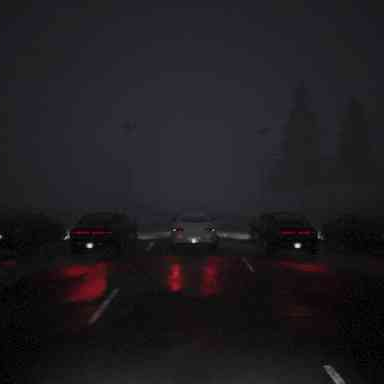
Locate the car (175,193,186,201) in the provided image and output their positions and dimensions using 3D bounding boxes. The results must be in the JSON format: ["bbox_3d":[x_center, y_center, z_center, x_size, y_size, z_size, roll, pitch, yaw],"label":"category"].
[{"bbox_3d":[-3.438,1.728,91.293,1.994,1.385,4.181,0,0,2],"label":"car"}]

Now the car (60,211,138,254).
[{"bbox_3d":[-3.426,1.533,13.615,1.837,1.490,4.892,0,0,0],"label":"car"}]

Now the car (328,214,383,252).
[{"bbox_3d":[7.076,1.591,14.007,1.994,1.385,4.181,0,0,0],"label":"car"}]

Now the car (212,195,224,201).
[{"bbox_3d":[7.044,1.696,90.210,1.812,1.442,4.674,0,0,2],"label":"car"}]

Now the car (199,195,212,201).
[{"bbox_3d":[3.543,1.526,90.153,2.097,1.767,4.553,0,0,2],"label":"car"}]

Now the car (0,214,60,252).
[{"bbox_3d":[-6.925,1.591,13.986,1.994,1.385,4.181,0,0,0],"label":"car"}]

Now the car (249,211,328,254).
[{"bbox_3d":[3.574,1.533,13.623,1.837,1.490,4.892,0,0,0],"label":"car"}]

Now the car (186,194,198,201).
[{"bbox_3d":[0.056,1.767,90.815,1.895,1.301,4.718,0,0,2],"label":"car"}]

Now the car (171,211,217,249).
[{"bbox_3d":[0.077,1.554,14.524,1.812,1.442,4.674,0,0,0],"label":"car"}]
